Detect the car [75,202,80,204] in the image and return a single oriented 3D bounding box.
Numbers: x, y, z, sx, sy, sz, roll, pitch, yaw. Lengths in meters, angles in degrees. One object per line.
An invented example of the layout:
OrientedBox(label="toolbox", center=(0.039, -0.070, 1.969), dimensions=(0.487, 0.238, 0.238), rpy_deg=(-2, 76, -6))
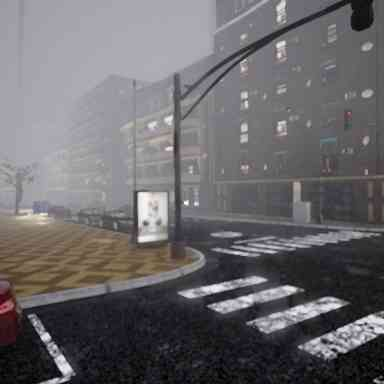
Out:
OrientedBox(label="car", center=(-21.216, 2.423, 59.957), dimensions=(1.802, 1.307, 4.206), rpy_deg=(-2, 0, -36))

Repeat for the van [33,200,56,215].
OrientedBox(label="van", center=(-19.478, 2.035, 43.264), dimensions=(1.690, 1.788, 3.998), rpy_deg=(-2, 0, -36))

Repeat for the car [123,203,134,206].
OrientedBox(label="car", center=(-8.051, 2.094, 41.988), dimensions=(1.802, 1.307, 4.206), rpy_deg=(-2, 0, -36))

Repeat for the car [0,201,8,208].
OrientedBox(label="car", center=(-44.372, 2.863, 77.549), dimensions=(1.887, 1.381, 4.507), rpy_deg=(-2, 0, -36))

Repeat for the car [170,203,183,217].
OrientedBox(label="car", center=(-2.777, 1.822, 34.816), dimensions=(1.967, 1.590, 4.097), rpy_deg=(-2, 0, -36))

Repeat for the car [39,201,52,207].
OrientedBox(label="car", center=(-34.318, 2.735, 77.973), dimensions=(1.947, 1.339, 4.313), rpy_deg=(-2, 0, -36))

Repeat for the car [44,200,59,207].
OrientedBox(label="car", center=(-31.046, 2.527, 73.469), dimensions=(1.967, 1.590, 4.097), rpy_deg=(-2, 0, -36))

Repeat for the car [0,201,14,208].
OrientedBox(label="car", center=(-37.821, 2.704, 68.541), dimensions=(2.008, 1.369, 4.403), rpy_deg=(-2, 0, -36))

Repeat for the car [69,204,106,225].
OrientedBox(label="car", center=(-8.446, 1.968, 27.927), dimensions=(2.008, 1.369, 4.403), rpy_deg=(-2, 0, -36))

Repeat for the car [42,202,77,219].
OrientedBox(label="car", center=(-14.543, 2.114, 36.389), dimensions=(1.887, 1.381, 4.507), rpy_deg=(-2, 0, -36))

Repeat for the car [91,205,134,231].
OrientedBox(label="car", center=(-5.170, 1.887, 23.423), dimensions=(2.008, 1.369, 4.403), rpy_deg=(-2, 0, -36))

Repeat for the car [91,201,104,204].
OrientedBox(label="car", center=(-14.665, 2.117, 50.951), dimensions=(1.967, 1.590, 4.097), rpy_deg=(-2, 0, -36))

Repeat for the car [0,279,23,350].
OrientedBox(label="car", center=(-4.184, 1.583, 3.579), dimensions=(4.206, 1.307, 1.802), rpy_deg=(0, 0, -36))

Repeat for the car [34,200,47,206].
OrientedBox(label="car", center=(-37.594, 2.796, 82.477), dimensions=(1.887, 1.381, 4.507), rpy_deg=(-2, 0, -36))
